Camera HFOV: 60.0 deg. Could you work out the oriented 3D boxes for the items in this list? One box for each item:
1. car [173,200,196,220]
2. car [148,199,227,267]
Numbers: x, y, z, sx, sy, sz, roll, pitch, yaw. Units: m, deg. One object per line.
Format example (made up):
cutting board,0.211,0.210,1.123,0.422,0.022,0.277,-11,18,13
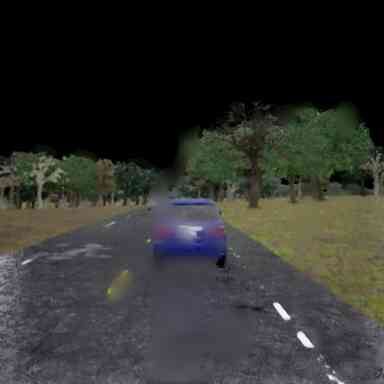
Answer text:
car,-0.686,1.556,29.535,1.882,1.535,5.008,0,0,-2
car,-0.092,1.249,11.713,2.150,2.045,5.566,0,0,-1
